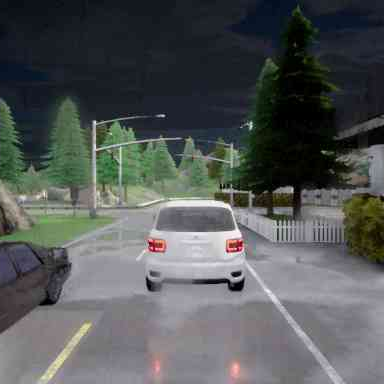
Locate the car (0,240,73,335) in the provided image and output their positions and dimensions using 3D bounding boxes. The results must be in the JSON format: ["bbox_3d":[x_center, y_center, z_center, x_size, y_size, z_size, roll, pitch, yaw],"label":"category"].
[{"bbox_3d":[-3.617,1.547,5.310,2.033,1.411,5.357,0,0,0],"label":"car"}]

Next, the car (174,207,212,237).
[{"bbox_3d":[0.017,1.601,18.895,1.895,1.301,4.718,0,0,0],"label":"car"}]

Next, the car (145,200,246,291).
[{"bbox_3d":[0.064,1.221,9.132,2.150,2.045,5.566,0,0,0],"label":"car"}]
